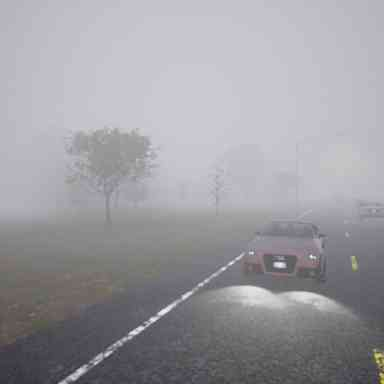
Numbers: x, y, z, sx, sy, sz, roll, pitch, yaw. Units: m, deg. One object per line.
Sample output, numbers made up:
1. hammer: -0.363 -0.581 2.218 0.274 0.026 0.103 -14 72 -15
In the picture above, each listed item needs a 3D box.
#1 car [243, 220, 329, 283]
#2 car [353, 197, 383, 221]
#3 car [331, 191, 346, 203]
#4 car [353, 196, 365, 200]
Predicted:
1. car: 2.862 1.526 9.651 1.994 1.385 4.181 0 0 24
2. car: 13.857 1.381 25.667 2.033 1.411 5.357 0 0 25
3. car: 26.327 0.870 59.773 2.150 2.045 5.566 0 0 27
4. car: 20.779 1.267 40.533 1.812 1.442 4.674 0 0 26
